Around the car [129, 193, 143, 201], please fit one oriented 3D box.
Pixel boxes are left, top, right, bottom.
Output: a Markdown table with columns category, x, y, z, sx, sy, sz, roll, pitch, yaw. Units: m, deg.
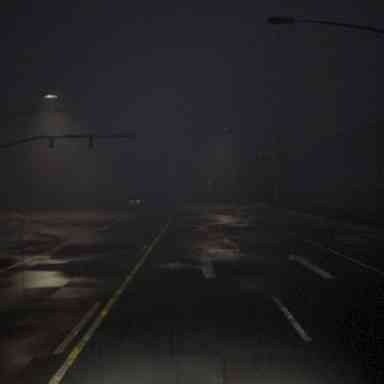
| category | x | y | z | sx | sy | sz | roll | pitch | yaw |
| --- | --- | --- | --- | --- | --- | --- | --- | --- | --- |
| car | -10.504 | 0.878 | 62.635 | 2.033 | 1.411 | 5.357 | 0 | 1 | 0 |
